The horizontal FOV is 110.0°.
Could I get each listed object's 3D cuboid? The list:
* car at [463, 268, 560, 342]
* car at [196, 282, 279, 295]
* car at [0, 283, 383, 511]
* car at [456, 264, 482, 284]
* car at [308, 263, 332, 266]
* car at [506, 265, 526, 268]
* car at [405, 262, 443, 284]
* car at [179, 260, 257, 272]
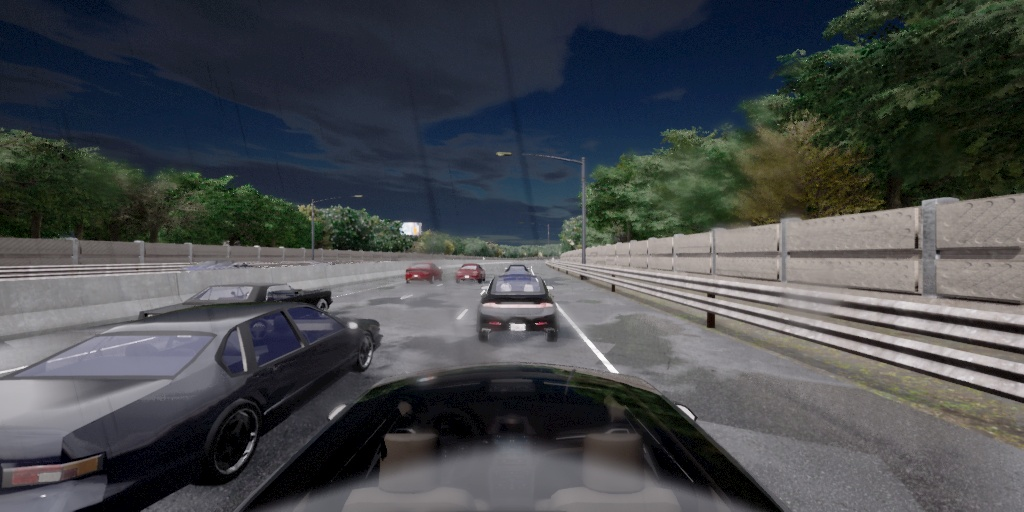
[{"bbox_3d":[0.144,1.243,9.737,2.128,1.511,4.902,0,0,0],"label":"car"},{"bbox_3d":[-6.859,1.351,9.751,1.895,1.301,4.718,0,0,0],"label":"car"},{"bbox_3d":[-3.376,1.297,4.531,2.033,1.411,5.357,0,0,-1],"label":"car"},{"bbox_3d":[-3.102,1.292,27.363,1.812,1.442,4.674,0,0,1],"label":"car"},{"bbox_3d":[-17.194,1.314,31.877,2.033,1.411,5.357,0,0,1],"label":"car"},{"bbox_3d":[0.395,1.331,26.754,1.994,1.385,4.181,0,0,1],"label":"car"},{"bbox_3d":[-6.595,1.242,27.368,1.882,1.535,5.008,0,0,1],"label":"car"},{"bbox_3d":[-20.821,1.248,26.185,2.128,1.511,4.902,0,0,1],"label":"car"}]
